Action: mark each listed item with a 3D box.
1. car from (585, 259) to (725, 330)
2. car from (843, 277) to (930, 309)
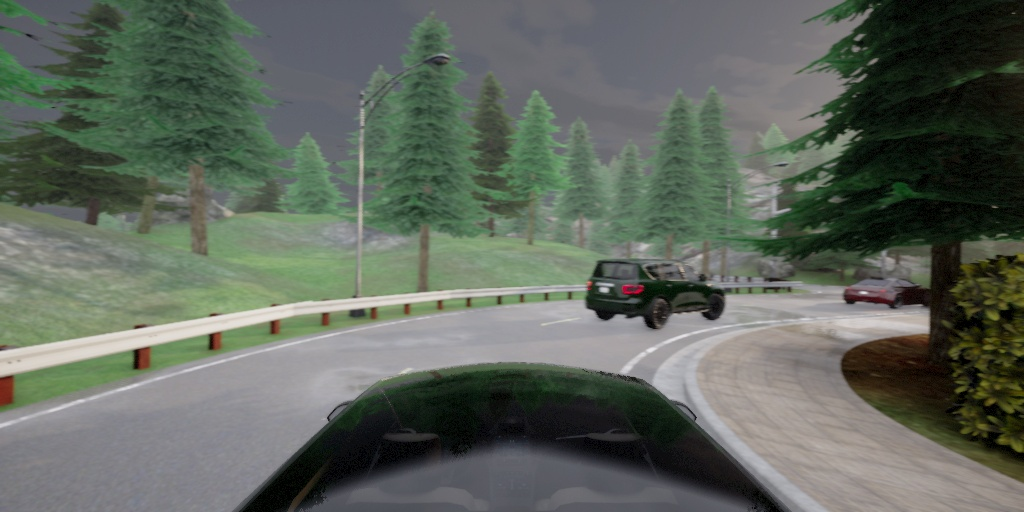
[{"bbox_3d":[4.892,1.125,12.015,5.566,2.045,2.150,1,-1,-35],"label":"car"},{"bbox_3d":[18.500,1.744,17.600,4.181,1.385,1.994,1,-1,-20],"label":"car"}]
